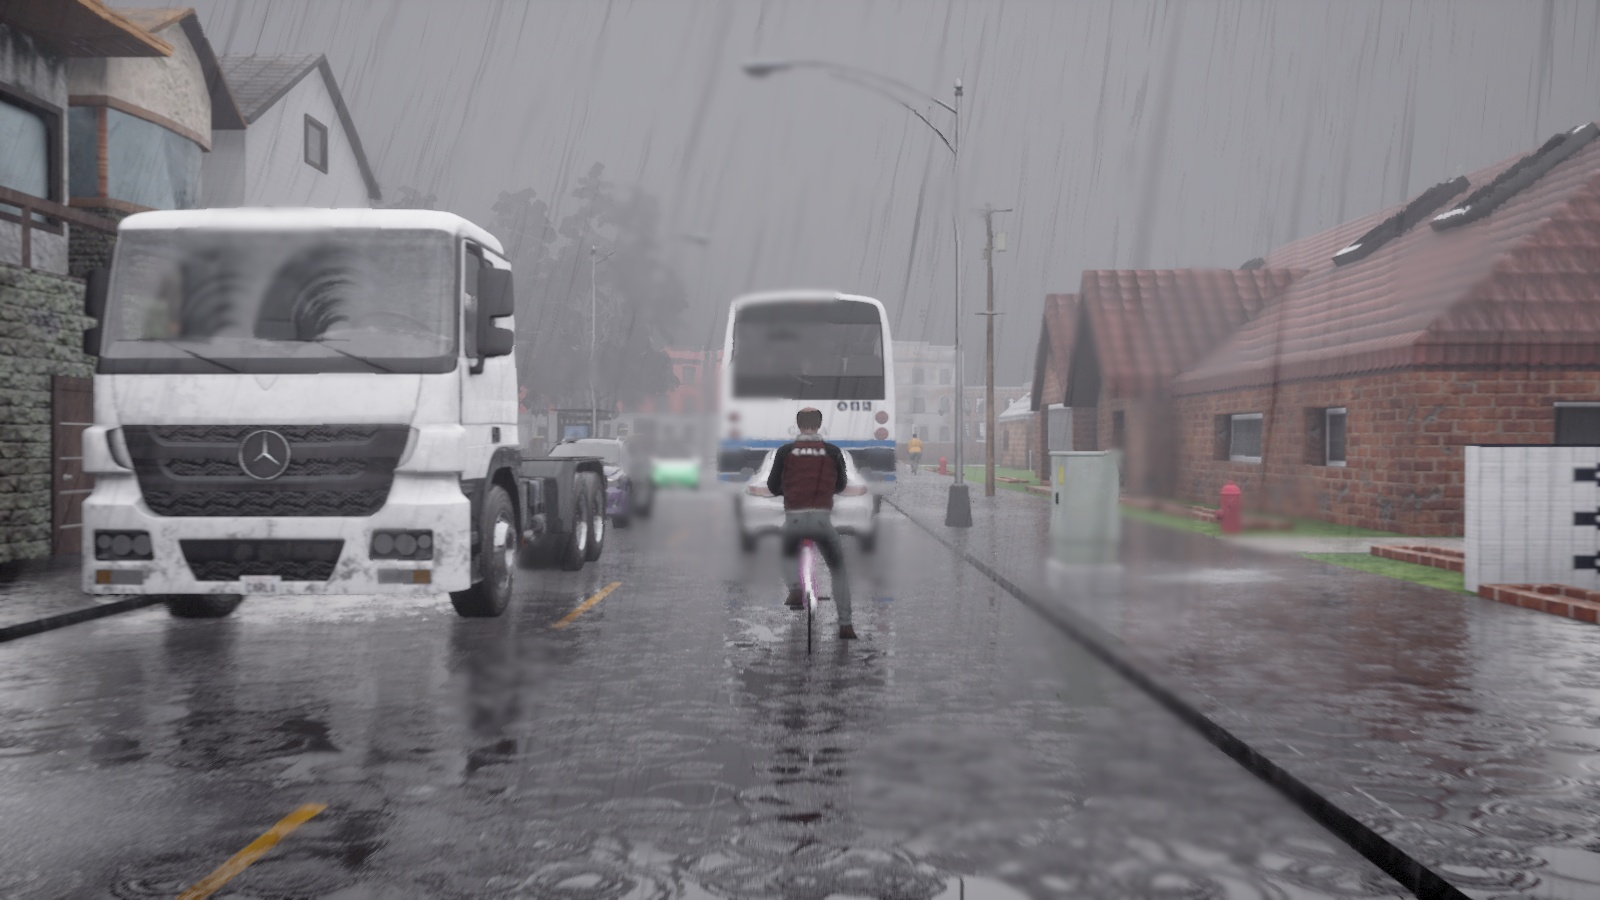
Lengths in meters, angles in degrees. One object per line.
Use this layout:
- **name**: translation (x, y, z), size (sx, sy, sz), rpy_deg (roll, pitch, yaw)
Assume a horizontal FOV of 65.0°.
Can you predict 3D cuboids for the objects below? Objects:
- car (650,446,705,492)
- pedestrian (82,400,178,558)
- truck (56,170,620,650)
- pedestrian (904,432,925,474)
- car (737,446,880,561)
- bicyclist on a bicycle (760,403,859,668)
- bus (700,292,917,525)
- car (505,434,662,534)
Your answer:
- **car**: translation (-3.762, 0.580, 38.766), size (1.481, 1.376, 2.207), rpy_deg (0, 0, 0)
- **pedestrian**: translation (-8.523, 0.359, 15.996), size (0.659, 1.952, 0.873), rpy_deg (0, 0, 14)
- **truck**: translation (-3.906, -0.312, 13.044), size (2.891, 3.462, 7.936), rpy_deg (0, 0, 0)
- **pedestrian**: translation (5.130, 0.139, 56.309), size (0.874, 1.855, 0.900), rpy_deg (0, 0, -2)
- **car**: translation (0.122, 0.670, 18.186), size (1.812, 1.442, 4.674), rpy_deg (0, 0, 0)
- **bicyclist on a bicycle**: translation (0.069, 0.565, 9.321), size (0.659, 1.776, 1.843), rpy_deg (0, 1, 0)
- **bus**: translation (0.188, -0.788, 28.012), size (3.944, 4.253, 10.273), rpy_deg (0, 0, 0)
- **car**: translation (-3.850, 0.543, 23.187), size (2.033, 1.649, 4.856), rpy_deg (0, 0, 0)
